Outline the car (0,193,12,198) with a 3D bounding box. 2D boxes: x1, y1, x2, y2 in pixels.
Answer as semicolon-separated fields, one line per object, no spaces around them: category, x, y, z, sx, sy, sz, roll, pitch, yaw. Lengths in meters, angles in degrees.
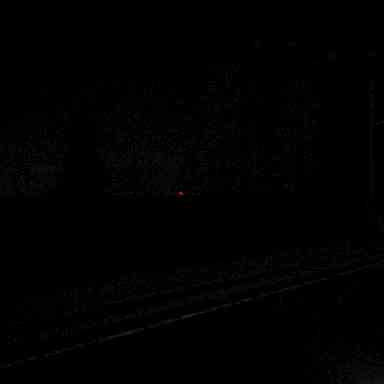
car;-30.027;1.221;52.988;5.566;2.045;2.150;0;0;-38
